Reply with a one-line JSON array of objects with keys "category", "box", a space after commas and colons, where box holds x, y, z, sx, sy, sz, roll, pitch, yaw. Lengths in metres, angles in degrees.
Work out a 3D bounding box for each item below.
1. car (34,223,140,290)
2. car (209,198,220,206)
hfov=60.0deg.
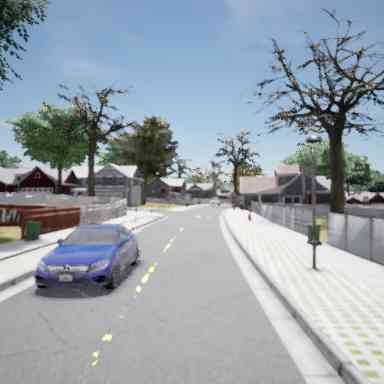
[{"category": "car", "box": [-2.699, 1.655, 9.609, 1.812, 1.442, 4.674, 0, -1, 1]}, {"category": "car", "box": [5.712, 2.531, 83.478, 2.150, 2.045, 5.566, 0, -1, 11]}]
